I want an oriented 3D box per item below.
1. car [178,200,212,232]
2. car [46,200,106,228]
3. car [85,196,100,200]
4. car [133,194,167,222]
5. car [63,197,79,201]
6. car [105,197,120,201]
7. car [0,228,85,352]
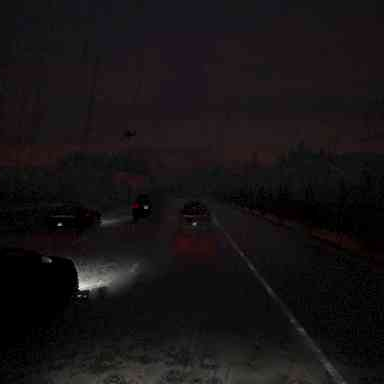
[{"bbox_3d":[0.176,1.480,19.843,2.128,1.511,4.902,0,0,0],"label":"car"},{"bbox_3d":[-6.825,1.477,19.634,2.128,1.511,4.902,0,0,0],"label":"car"},{"bbox_3d":[-17.313,1.496,57.497,1.812,1.442,4.674,0,0,1],"label":"car"},{"bbox_3d":[-3.297,1.205,26.613,2.150,2.045,5.566,0,0,0],"label":"car"},{"bbox_3d":[-20.812,1.531,57.398,1.994,1.385,4.181,0,0,1],"label":"car"},{"bbox_3d":[-13.809,1.519,57.625,2.033,1.411,5.357,0,0,1],"label":"car"},{"bbox_3d":[-3.373,1.559,5.348,1.994,1.385,4.181,0,0,0],"label":"car"}]
